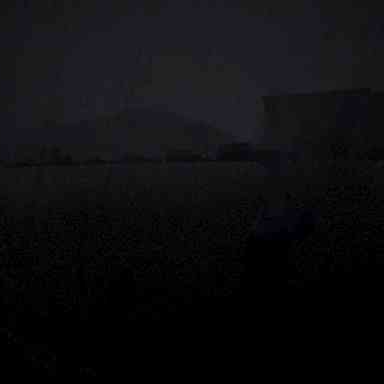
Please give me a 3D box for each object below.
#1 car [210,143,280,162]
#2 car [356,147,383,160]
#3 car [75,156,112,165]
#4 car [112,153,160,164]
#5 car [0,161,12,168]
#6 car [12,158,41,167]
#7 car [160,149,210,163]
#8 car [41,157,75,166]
[{"bbox_3d":[4.842,-3.267,29.385,5.566,2.045,2.435,1,1,25],"label":"car"},{"bbox_3d":[15.021,-2.687,25.121,4.674,1.452,2.002,2,1,22],"label":"car"},{"bbox_3d":[-10.160,-3.250,36.649,4.674,1.452,2.002,1,0,28],"label":"car"},{"bbox_3d":[-5.331,-3.219,34.183,4.892,1.521,2.231,1,0,27],"label":"car"},{"bbox_3d":[-24.758,-3.501,44.897,5.008,1.535,2.097,1,0,32],"label":"car"},{"bbox_3d":[-20.009,-3.557,42.073,4.553,1.767,2.185,1,0,31],"label":"car"},{"bbox_3d":[-0.255,-3.254,31.732,4.553,1.767,2.185,1,1,26],"label":"car"},{"bbox_3d":[-15.020,-3.330,39.264,4.792,1.488,2.163,1,0,29],"label":"car"}]
